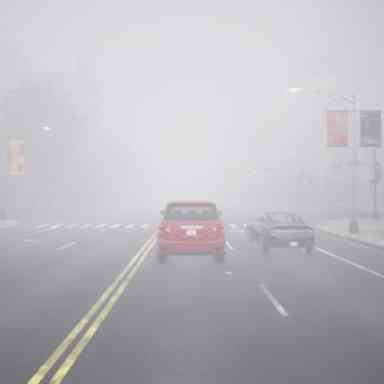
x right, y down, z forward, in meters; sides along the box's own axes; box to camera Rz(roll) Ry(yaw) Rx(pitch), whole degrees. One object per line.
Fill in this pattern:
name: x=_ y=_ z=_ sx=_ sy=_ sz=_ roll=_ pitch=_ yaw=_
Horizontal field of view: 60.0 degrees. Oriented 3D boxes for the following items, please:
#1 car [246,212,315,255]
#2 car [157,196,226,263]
car: x=3.452 y=1.560 z=13.730 sx=2.128 sy=1.511 sz=4.902 roll=0 pitch=0 yaw=0
car: x=-0.034 y=1.283 z=12.347 sx=2.150 sy=2.045 sz=5.566 roll=0 pitch=0 yaw=0
